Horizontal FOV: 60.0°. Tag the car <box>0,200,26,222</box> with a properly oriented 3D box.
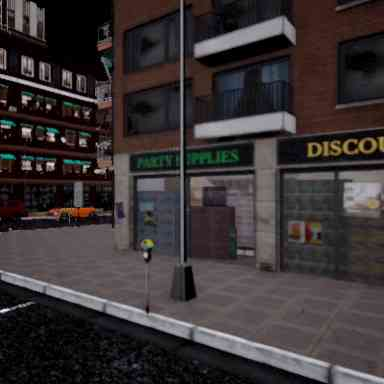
[{"bbox_3d":[-16.568,1.604,27.915,2.192,1.841,5.009,-1,-2,35],"label":"car"}]

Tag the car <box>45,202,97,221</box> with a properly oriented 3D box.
[{"bbox_3d":[-11.217,1.732,31.025,2.097,1.767,4.553,0,-1,35],"label":"car"}]
